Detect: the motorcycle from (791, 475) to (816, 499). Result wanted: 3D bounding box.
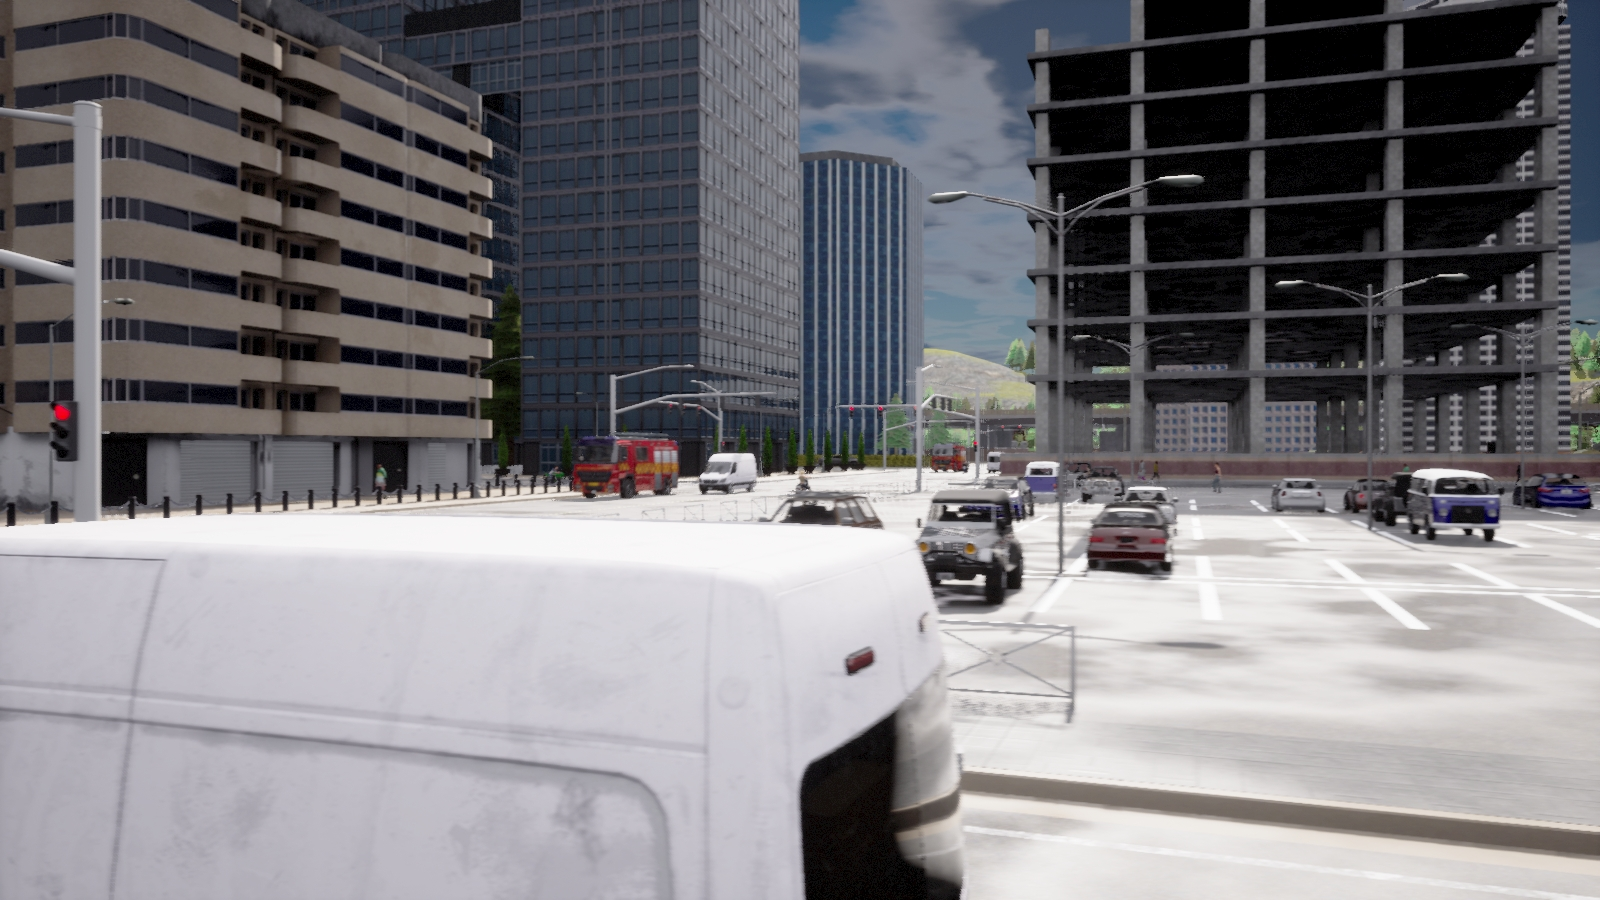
[{"bbox_3d":[0.237,2.153,66.351,0.764,1.307,2.356,0,0,18],"label":"motorcycle"}]

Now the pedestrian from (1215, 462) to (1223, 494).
[{"bbox_3d":[24.668,1.639,67.241,0.375,1.860,0.375,0,0,15],"label":"pedestrian"}]

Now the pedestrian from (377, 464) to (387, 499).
[{"bbox_3d":[-21.969,1.658,60.049,0.375,1.860,0.375,0,0,28],"label":"pedestrian"}]

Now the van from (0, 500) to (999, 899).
[{"bbox_3d":[-2.402,1.534,4.178,5.915,2.561,1.988,0,0,20],"label":"van"}]

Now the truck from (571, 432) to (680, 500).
[{"bbox_3d":[-10.237,0.889,68.138,2.891,3.827,8.468,0,0,18],"label":"truck"}]

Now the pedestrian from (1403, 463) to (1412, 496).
[{"bbox_3d":[33.966,1.636,63.849,0.375,1.860,0.375,0,0,17],"label":"pedestrian"}]

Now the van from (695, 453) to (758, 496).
[{"bbox_3d":[-4.661,1.526,73.801,1.988,2.561,5.915,0,0,18],"label":"van"}]
